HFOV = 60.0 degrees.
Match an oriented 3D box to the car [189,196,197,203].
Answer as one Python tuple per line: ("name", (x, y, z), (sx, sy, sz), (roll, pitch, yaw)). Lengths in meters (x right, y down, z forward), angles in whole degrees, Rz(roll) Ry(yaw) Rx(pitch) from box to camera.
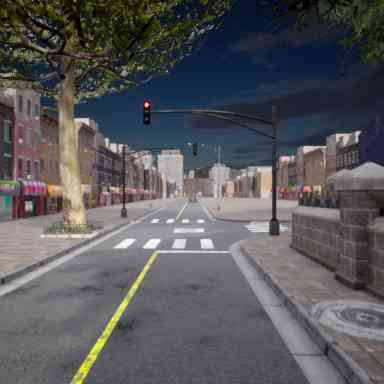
("car", (0.249, 1.662, 73.554), (2.128, 1.511, 4.902), (0, 0, 0))
